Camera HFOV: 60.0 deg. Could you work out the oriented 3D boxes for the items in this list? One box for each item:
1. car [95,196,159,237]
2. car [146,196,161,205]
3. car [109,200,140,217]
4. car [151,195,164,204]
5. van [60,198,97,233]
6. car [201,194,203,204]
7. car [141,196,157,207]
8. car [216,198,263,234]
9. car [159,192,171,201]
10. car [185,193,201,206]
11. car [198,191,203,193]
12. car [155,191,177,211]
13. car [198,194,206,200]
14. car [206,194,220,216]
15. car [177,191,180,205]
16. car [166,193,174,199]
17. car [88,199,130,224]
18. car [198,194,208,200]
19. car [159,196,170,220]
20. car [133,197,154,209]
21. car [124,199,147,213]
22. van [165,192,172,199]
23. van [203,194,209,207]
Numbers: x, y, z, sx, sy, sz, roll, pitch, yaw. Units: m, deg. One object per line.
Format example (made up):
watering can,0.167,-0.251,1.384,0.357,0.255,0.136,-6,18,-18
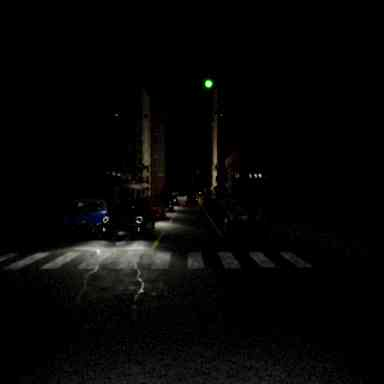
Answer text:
car,-3.172,1.266,17.249,2.097,1.767,4.553,0,0,1
car,-6.000,1.299,52.535,1.947,1.339,4.313,0,0,0
car,-5.929,1.419,29.863,1.947,1.339,4.313,0,0,0
car,-6.018,1.247,58.203,1.887,1.381,4.507,0,0,0
van,-5.894,1.252,18.525,1.690,1.788,3.998,0,0,0
car,2.542,1.277,47.070,1.752,1.417,4.829,0,0,0
car,-5.982,1.290,46.697,1.752,1.417,4.829,0,0,0
car,2.632,1.340,18.554,1.967,1.590,4.097,0,0,0
car,-6.072,0.922,75.207,2.192,1.841,5.009,0,0,0
car,-0.042,1.271,48.999,1.812,1.442,4.674,0,0,0
car,2.170,1.112,64.737,1.801,1.575,5.366,0,0,0
car,-3.188,1.033,37.313,2.150,2.045,5.566,0,0,0
car,2.436,1.130,80.916,1.947,1.339,4.313,0,0,0
car,2.596,1.282,29.892,1.967,1.590,4.097,0,0,0
car,-3.179,1.109,47.540,2.097,1.767,4.553,0,0,0
car,-6.124,1.036,92.042,1.752,1.417,4.829,0,0,0
car,-5.912,1.323,24.194,1.967,1.590,4.097,0,0,0
car,2.454,1.162,75.247,1.947,1.339,4.313,0,0,0
car,-3.161,1.341,27.188,1.882,1.535,5.008,0,0,0
car,-5.965,1.360,41.199,1.947,1.339,4.313,0,0,0
car,-5.947,1.406,35.531,1.802,1.307,4.206,0,0,0
van,-6.107,0.885,86.543,1.690,1.788,3.998,0,0,0
van,2.560,1.124,41.230,1.690,1.788,3.998,0,0,0
